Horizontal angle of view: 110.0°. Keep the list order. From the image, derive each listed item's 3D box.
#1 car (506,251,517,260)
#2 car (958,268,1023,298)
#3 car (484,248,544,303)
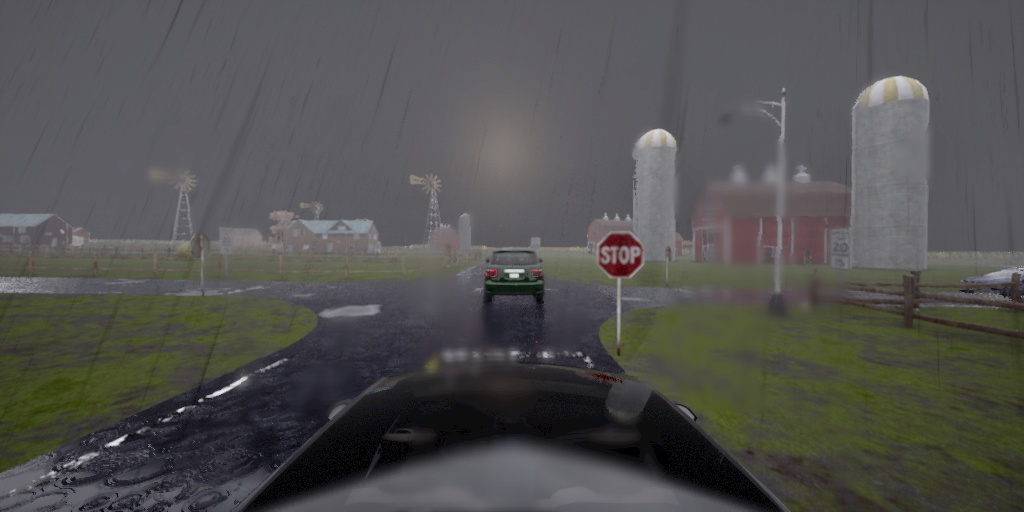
[{"bbox_3d":[-0.077,-0.071,62.918,1.812,1.442,4.674,0,1,-2],"label":"car"},{"bbox_3d":[26.250,1.361,18.635,4.674,1.442,1.812,1,1,0],"label":"car"},{"bbox_3d":[0.087,0.687,14.698,2.150,2.045,5.566,0,1,0],"label":"car"}]
